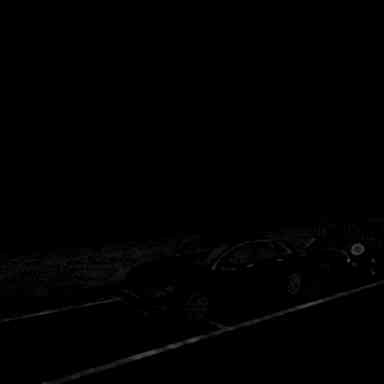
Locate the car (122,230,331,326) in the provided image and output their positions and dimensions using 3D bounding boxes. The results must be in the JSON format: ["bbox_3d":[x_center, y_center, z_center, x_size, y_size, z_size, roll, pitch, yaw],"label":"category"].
[{"bbox_3d":[0.699,1.593,7.032,4.403,1.369,2.008,1,-1,-35],"label":"car"}]

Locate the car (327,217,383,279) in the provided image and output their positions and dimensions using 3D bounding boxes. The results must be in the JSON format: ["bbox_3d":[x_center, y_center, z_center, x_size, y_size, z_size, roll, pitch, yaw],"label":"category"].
[{"bbox_3d":[5.302,1.535,10.309,4.097,1.590,1.967,1,-1,-35],"label":"car"}]
